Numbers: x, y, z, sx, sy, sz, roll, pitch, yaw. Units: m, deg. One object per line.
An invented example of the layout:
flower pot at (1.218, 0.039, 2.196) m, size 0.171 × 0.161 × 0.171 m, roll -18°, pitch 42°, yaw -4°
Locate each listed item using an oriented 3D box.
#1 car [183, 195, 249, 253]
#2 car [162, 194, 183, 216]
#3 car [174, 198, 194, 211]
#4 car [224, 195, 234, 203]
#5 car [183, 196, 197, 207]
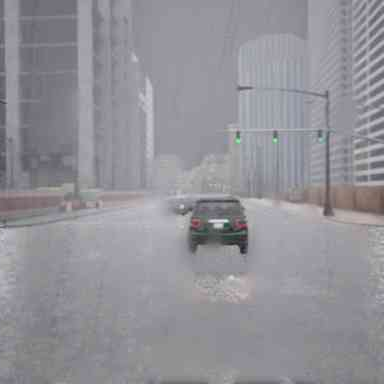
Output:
car at (1.038, 1.208, 13.709) m, size 2.150 × 2.045 × 5.566 m, roll -1°, pitch 0°, yaw 3°
car at (-1.565, 1.356, 32.106) m, size 2.097 × 1.767 × 4.553 m, roll -1°, pitch 0°, yaw 4°
car at (-0.965, 1.542, 41.710) m, size 2.033 × 1.411 × 5.357 m, roll -1°, pitch 0°, yaw 4°
car at (7.791, 1.405, 69.909) m, size 1.837 × 1.490 × 4.892 m, roll -1°, pitch 0°, yaw 3°
car at (-0.288, 1.490, 51.993) m, size 1.837 × 1.490 × 4.892 m, roll -1°, pitch 0°, yaw 3°
